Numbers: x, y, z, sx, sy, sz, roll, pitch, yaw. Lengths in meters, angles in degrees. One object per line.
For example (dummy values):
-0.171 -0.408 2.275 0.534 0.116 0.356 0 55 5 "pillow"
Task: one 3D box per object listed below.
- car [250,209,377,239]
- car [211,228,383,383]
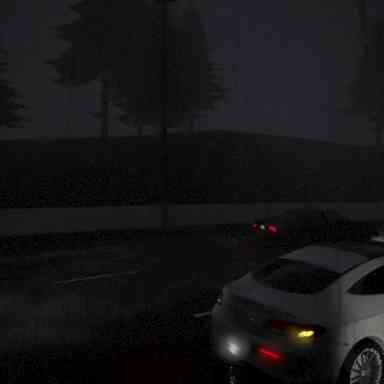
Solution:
5.126 1.415 13.886 5.357 1.411 2.033 0 1 -20 "car"
2.487 1.478 4.803 4.674 1.442 1.812 0 0 -29 "car"
